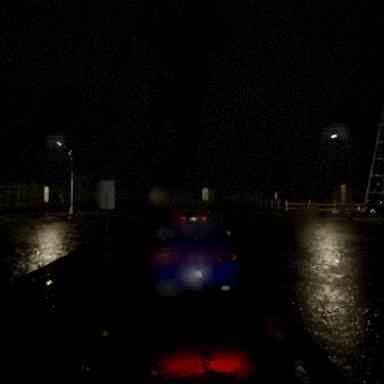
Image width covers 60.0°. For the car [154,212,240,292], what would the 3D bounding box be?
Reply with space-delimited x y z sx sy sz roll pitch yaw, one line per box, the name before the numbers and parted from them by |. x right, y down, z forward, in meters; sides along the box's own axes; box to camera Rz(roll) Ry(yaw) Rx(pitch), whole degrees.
car | 0.099 1.525 9.079 1.882 1.535 5.008 0 -1 0

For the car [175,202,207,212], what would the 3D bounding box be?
car | 0.230 1.662 22.401 2.033 1.411 5.357 0 0 3

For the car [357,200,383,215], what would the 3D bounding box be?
car | 19.788 1.582 34.472 4.892 1.490 1.837 0 0 2

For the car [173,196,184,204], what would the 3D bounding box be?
car | -2.768 1.676 70.851 2.097 1.767 4.553 0 0 0

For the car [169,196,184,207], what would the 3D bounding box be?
car | -2.831 1.828 56.463 1.994 1.385 4.181 0 0 0
